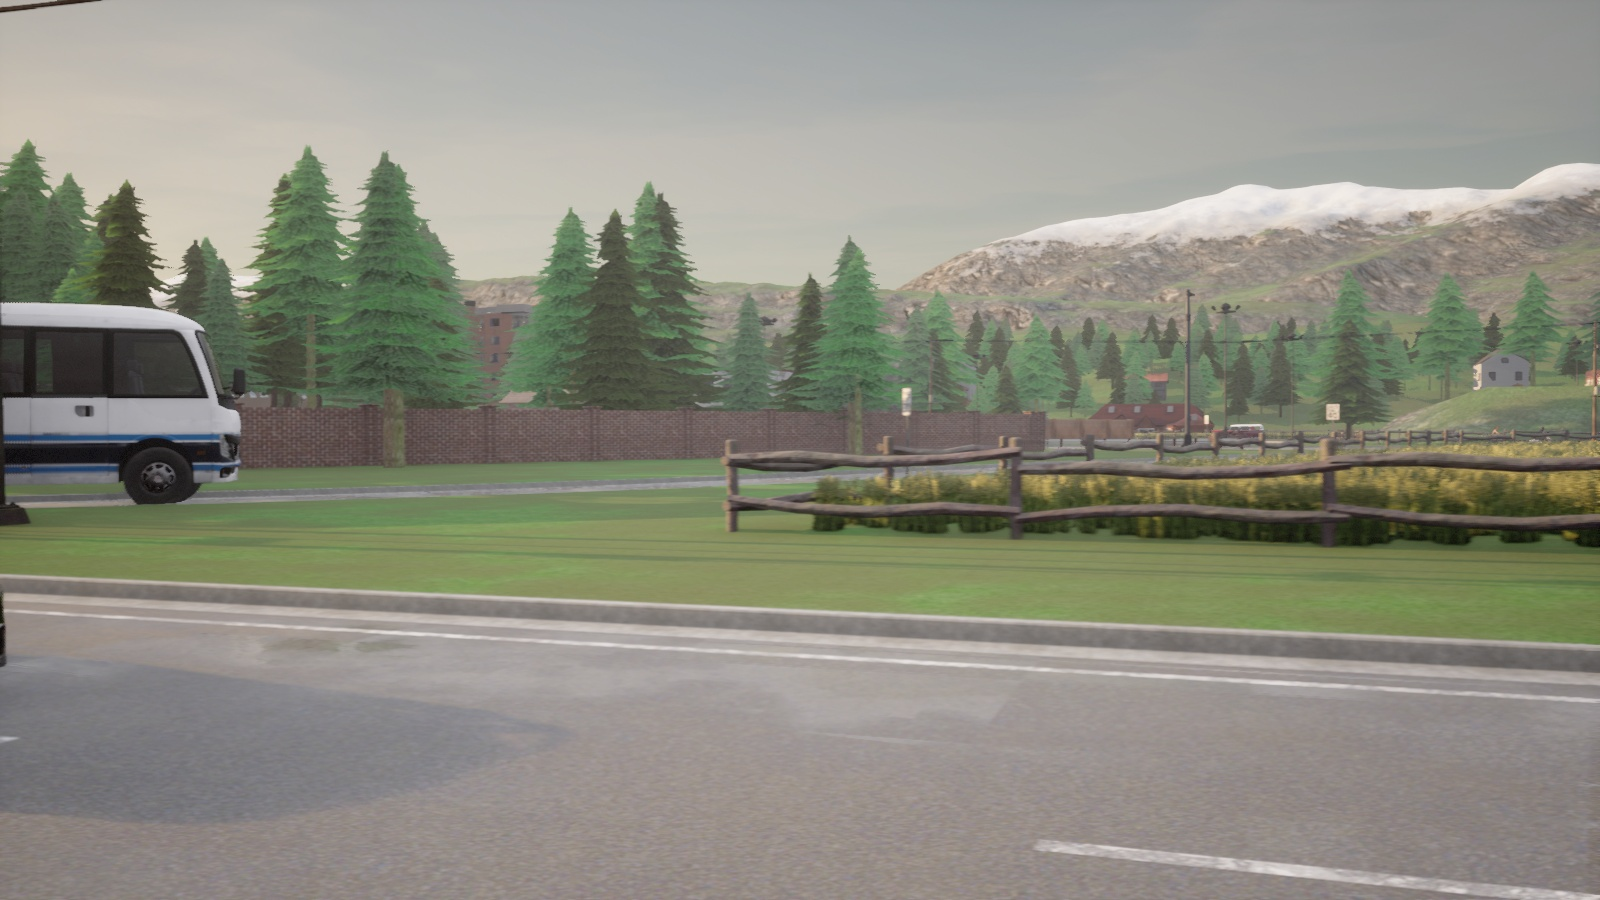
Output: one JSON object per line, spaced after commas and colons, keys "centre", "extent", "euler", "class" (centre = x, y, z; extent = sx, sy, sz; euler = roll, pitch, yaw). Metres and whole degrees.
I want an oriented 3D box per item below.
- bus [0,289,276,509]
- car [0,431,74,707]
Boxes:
{"centre": [-16.488, -1.028, 26.014], "extent": [10.273, 4.253, 3.944], "euler": [0, 1, -21], "class": "bus"}
{"centre": [-6.784, 0.633, 7.740], "extent": [4.902, 1.511, 2.128], "euler": [1, 1, 35], "class": "car"}
